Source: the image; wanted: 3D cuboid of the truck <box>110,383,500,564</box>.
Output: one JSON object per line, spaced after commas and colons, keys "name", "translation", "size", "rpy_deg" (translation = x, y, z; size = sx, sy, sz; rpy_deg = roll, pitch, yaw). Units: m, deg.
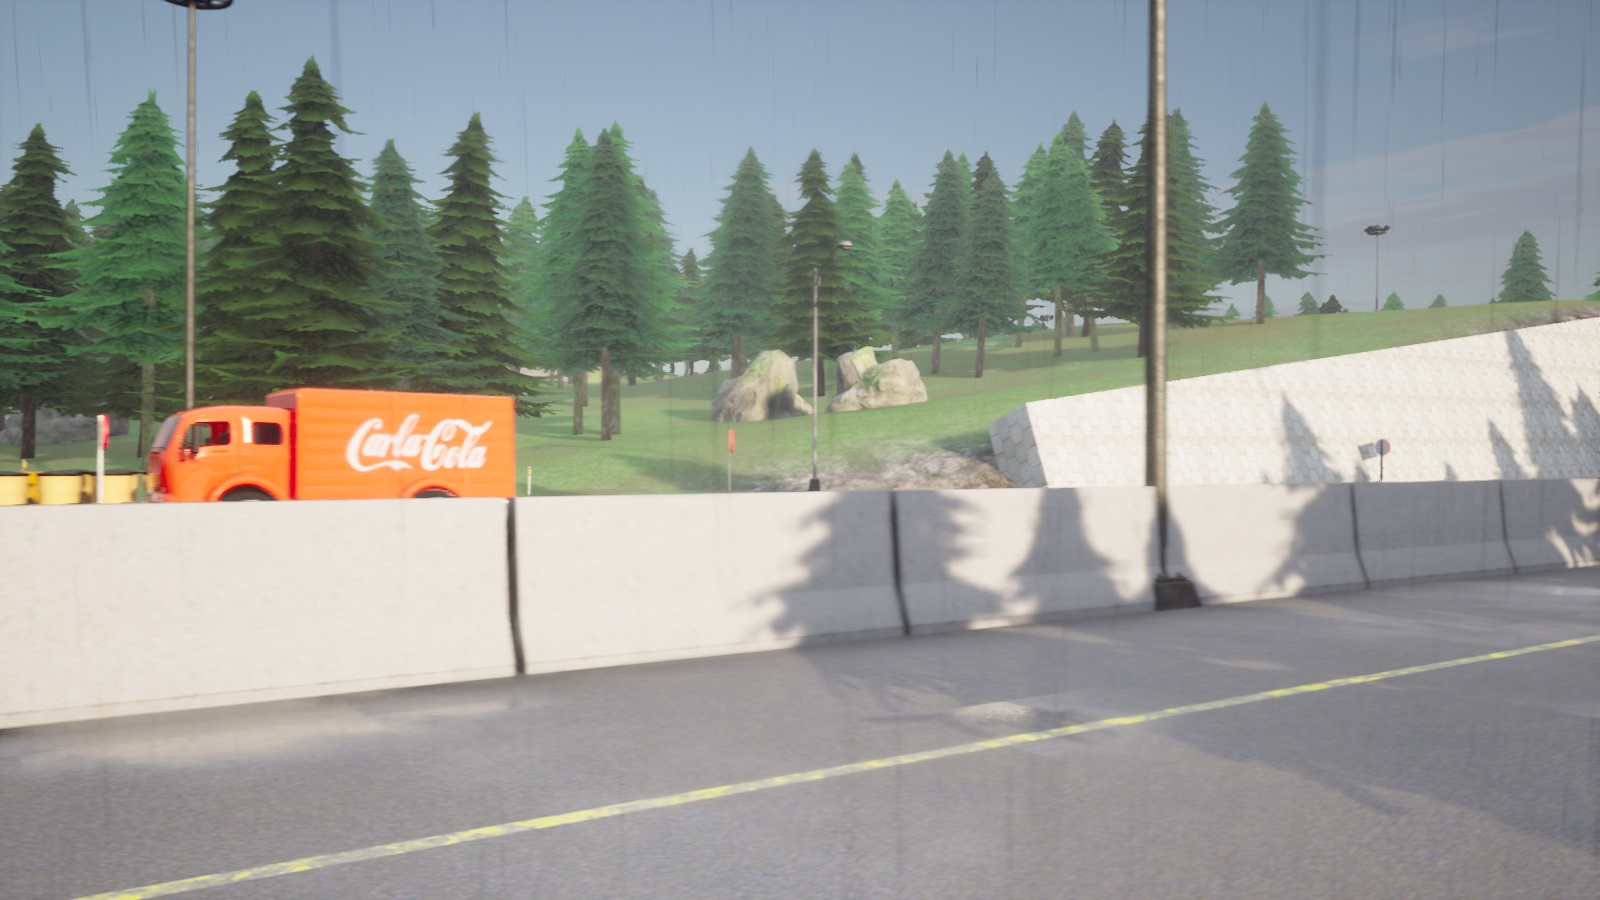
{"name": "truck", "translation": [-7.673, 0.335, 19.641], "size": [5.204, 2.467, 2.627], "rpy_deg": [0, 0, -35]}
